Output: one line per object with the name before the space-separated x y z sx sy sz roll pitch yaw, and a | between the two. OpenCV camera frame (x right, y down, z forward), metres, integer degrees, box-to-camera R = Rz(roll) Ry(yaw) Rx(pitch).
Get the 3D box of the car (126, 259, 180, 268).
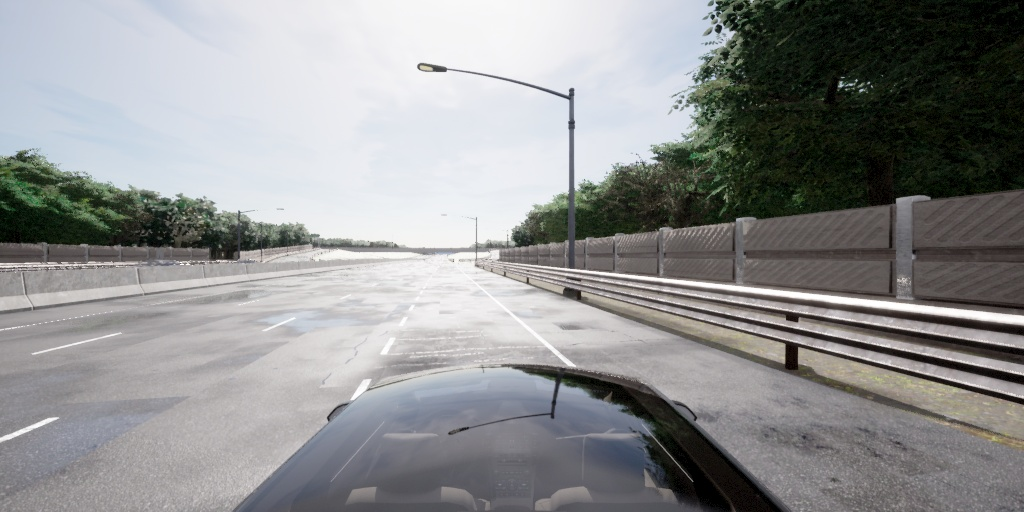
car | -30.210 1.116 30.130 2.097 1.767 4.553 0 0 -11
